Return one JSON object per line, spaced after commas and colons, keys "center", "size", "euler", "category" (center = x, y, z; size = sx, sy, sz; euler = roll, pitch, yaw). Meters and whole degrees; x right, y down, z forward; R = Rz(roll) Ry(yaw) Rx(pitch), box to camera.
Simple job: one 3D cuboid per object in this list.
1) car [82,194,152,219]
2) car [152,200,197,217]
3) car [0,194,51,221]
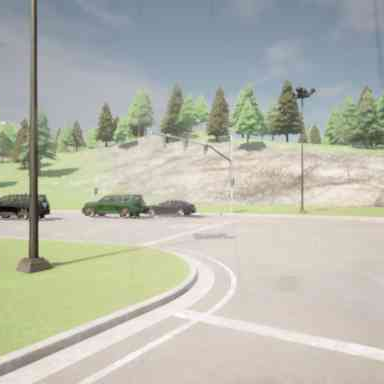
{"center": [-6.602, 1.188, 28.470], "size": [5.566, 2.045, 2.150], "euler": [0, 0, 16], "category": "car"}
{"center": [-1.972, 1.469, 30.504], "size": [4.892, 1.490, 1.837], "euler": [0, 0, 19], "category": "car"}
{"center": [-14.179, 1.190, 26.768], "size": [5.566, 2.045, 2.150], "euler": [0, 0, 13], "category": "car"}
